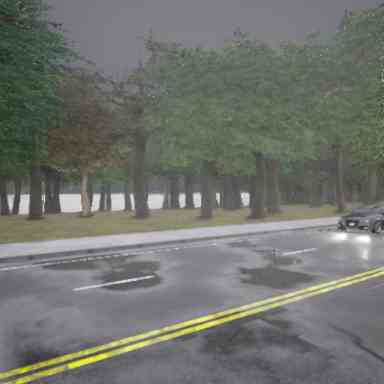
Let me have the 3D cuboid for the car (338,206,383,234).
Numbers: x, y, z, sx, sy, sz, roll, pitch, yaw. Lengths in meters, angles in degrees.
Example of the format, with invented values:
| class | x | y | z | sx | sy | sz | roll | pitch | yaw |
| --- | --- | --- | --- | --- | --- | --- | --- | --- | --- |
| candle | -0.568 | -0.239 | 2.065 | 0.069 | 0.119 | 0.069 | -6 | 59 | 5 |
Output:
| class | x | y | z | sx | sy | sz | roll | pitch | yaw |
| --- | --- | --- | --- | --- | --- | --- | --- | --- | --- |
| car | 10.134 | 1.522 | 18.837 | 4.181 | 1.385 | 1.994 | 0 | 0 | -35 |
